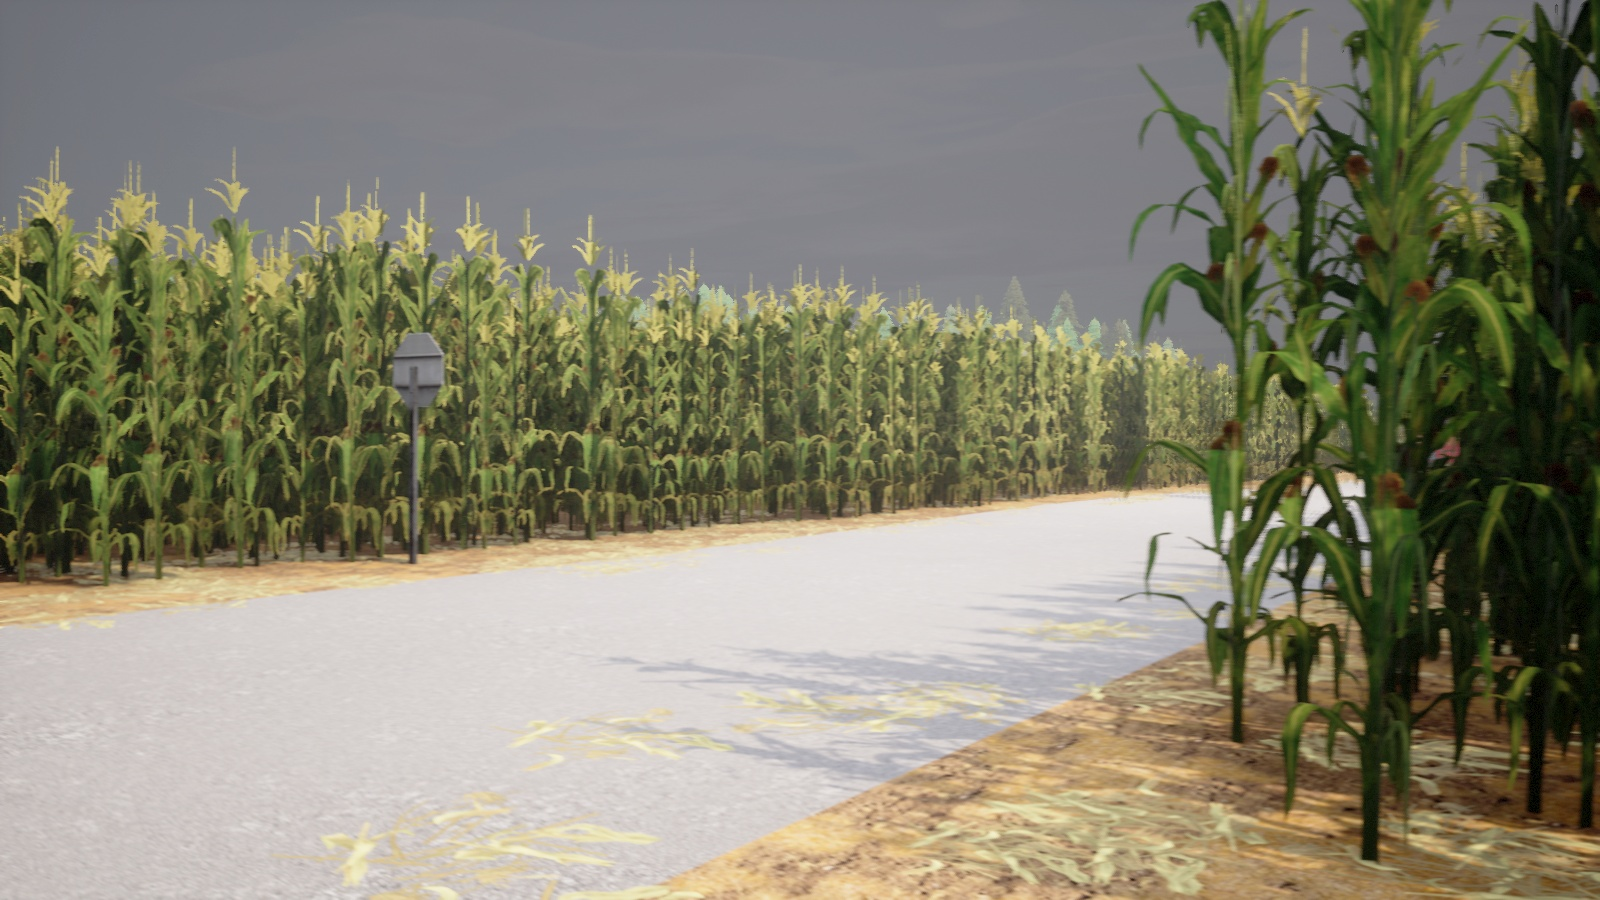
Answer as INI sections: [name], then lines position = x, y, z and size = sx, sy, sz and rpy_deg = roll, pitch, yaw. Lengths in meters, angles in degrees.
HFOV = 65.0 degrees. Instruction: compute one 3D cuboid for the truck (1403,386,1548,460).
[truck]
position = 37.087, -1.479, 69.413
size = 2.891, 3.827, 8.468
rpy_deg = 0, 1, -5
